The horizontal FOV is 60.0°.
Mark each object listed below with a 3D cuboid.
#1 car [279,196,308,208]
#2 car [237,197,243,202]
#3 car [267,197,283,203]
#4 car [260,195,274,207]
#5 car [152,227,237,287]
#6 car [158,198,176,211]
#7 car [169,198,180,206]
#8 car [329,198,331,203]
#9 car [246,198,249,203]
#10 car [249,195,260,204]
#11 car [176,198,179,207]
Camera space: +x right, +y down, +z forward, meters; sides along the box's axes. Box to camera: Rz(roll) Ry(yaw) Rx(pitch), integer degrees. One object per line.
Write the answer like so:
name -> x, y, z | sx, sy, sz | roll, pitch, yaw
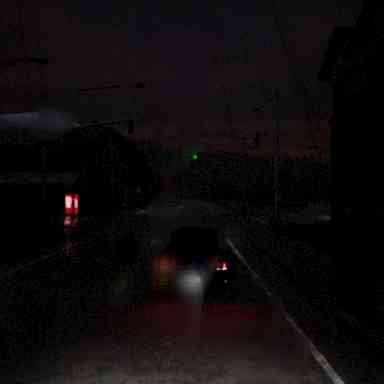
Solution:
car -> 14.494, 1.559, 47.729 | 3.806, 1.475, 1.970 | 0, 0, 0
car -> 13.896, 1.965, 88.428 | 3.633, 1.501, 1.845 | 0, 0, 0
car -> 21.316, 1.956, 85.448 | 3.806, 1.475, 1.970 | 0, 0, 0
car -> 14.171, 1.522, 54.147 | 5.027, 1.636, 2.152 | 0, 0, 0
car -> 0.069, 1.664, 9.502 | 1.895, 1.301, 4.718 | 0, 0, 0
car -> -3.588, 1.805, 46.036 | 1.837, 1.490, 4.892 | 0, 0, 0
car -> -3.525, 1.908, 66.079 | 1.882, 1.535, 5.008 | 0, 0, 0
car -> 32.308, 1.813, 73.456 | 3.633, 1.501, 1.845 | 0, 0, 0
car -> 13.758, 1.568, 69.847 | 4.605, 1.855, 1.932 | 0, 0, 0
car -> 14.171, 1.528, 66.941 | 3.866, 1.878, 1.905 | 0, 0, 0
car -> -3.579, 1.867, 55.653 | 1.837, 1.490, 4.892 | 0, 0, 0
